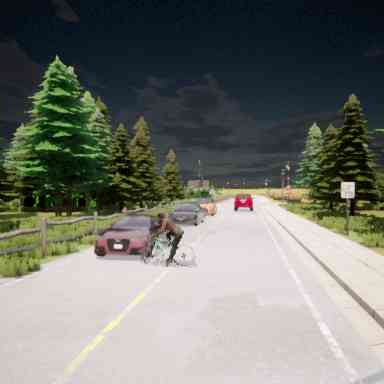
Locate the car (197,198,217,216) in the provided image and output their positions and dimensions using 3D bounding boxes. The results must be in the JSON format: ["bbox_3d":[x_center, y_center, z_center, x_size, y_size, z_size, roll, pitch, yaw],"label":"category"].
[{"bbox_3d":[1.211,1.351,32.358,2.097,1.767,4.553,0,0,9],"label":"car"}]

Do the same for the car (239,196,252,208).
[{"bbox_3d":[8.176,1.469,50.520,1.882,1.535,5.008,0,0,11],"label":"car"}]

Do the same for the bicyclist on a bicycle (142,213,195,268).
[{"bbox_3d":[-0.739,1.453,9.938,1.656,1.620,0.582,-2,0,9],"label":"bicyclist on a bicycle"}]

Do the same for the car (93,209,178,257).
[{"bbox_3d":[-2.059,1.564,12.652,1.994,1.385,4.181,0,0,9],"label":"car"}]

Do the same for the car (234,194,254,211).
[{"bbox_3d":[6.286,1.213,40.281,2.150,2.045,5.566,0,0,10],"label":"car"}]

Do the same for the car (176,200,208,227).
[{"bbox_3d":[-0.264,1.506,23.121,1.837,1.490,4.892,0,0,10],"label":"car"}]
